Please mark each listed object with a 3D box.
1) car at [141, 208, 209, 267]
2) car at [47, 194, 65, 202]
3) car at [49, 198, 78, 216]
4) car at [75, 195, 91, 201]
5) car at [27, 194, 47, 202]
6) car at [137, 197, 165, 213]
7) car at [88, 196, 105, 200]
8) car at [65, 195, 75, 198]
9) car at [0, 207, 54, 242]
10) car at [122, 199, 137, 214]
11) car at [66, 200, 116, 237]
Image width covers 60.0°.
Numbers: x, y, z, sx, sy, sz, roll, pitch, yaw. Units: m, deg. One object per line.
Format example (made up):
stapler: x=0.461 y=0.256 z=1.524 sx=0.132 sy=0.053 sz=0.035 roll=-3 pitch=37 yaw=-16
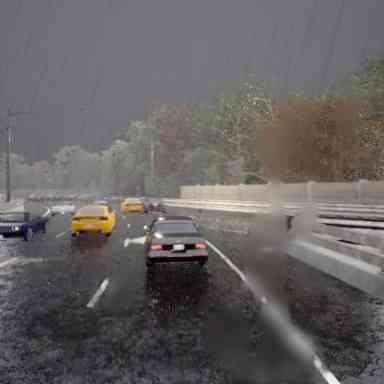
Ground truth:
car: x=-0.664 y=1.525 z=11.425 sx=2.033 sy=1.411 sz=5.357 roll=0 pitch=0 yaw=-7
car: x=-28.716 y=1.145 z=69.039 sx=2.097 sy=1.767 sz=4.553 roll=0 pitch=0 yaw=-41
car: x=-12.386 y=1.567 z=32.240 sx=1.895 sy=1.301 sz=4.718 roll=0 pitch=0 yaw=-18
car: x=-20.140 y=1.424 z=63.478 sx=1.837 sy=1.490 sz=4.892 roll=0 pitch=0 yaw=-35
car: x=-31.409 y=1.158 z=66.803 sx=2.097 sy=1.767 sz=4.553 roll=0 pitch=0 yaw=-41
car: x=-4.081 y=1.288 z=34.138 sx=2.097 sy=1.767 sz=4.553 roll=1 pitch=0 yaw=-16
car: x=-9.524 y=1.478 z=34.573 sx=1.812 sy=1.442 sz=4.674 roll=0 pitch=0 yaw=-19
car: x=-26.043 y=1.300 z=71.298 sx=1.812 sy=1.442 sz=4.674 roll=0 pitch=0 yaw=-41
car: x=-8.431 y=1.590 z=16.213 sx=1.895 sy=1.301 sz=4.718 roll=0 pitch=0 yaw=-9
car: x=-6.208 y=1.422 z=34.521 sx=1.882 sy=1.535 sz=5.008 roll=-1 pitch=1 yaw=-14
car: x=-5.251 y=1.453 z=18.148 sx=1.882 sy=1.535 sz=5.008 roll=0 pitch=0 yaw=-10
